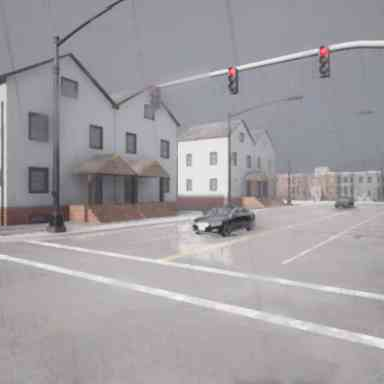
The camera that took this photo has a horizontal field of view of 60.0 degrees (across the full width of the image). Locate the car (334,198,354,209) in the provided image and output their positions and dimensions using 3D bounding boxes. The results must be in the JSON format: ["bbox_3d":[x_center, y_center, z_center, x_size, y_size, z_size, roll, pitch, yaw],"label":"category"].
[{"bbox_3d":[21.272,1.577,46.320,2.033,1.411,5.357,0,0,35],"label":"car"}]

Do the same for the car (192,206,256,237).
[{"bbox_3d":[1.862,1.521,18.303,2.128,1.511,4.902,0,0,35],"label":"car"}]
